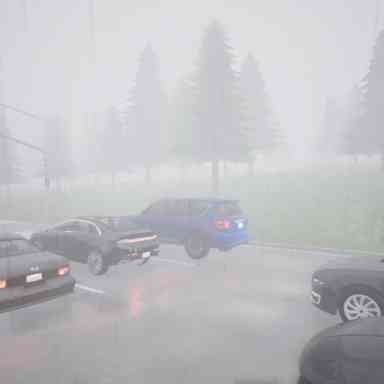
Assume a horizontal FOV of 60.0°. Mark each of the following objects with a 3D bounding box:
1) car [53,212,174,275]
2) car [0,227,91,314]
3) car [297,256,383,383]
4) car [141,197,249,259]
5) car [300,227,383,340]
[{"bbox_3d":[-3.211,1.492,10.451,4.902,1.511,2.128,0,0,36],"label":"car"},{"bbox_3d":[-4.807,1.547,7.285,5.357,1.411,2.033,0,0,36],"label":"car"},{"bbox_3d":[3.122,1.478,1.764,5.008,1.535,1.882,0,0,35],"label":"car"},{"bbox_3d":[-0.540,1.221,12.837,5.566,2.045,2.150,0,0,35],"label":"car"},{"bbox_3d":[4.409,1.505,5.146,4.892,1.490,1.837,0,0,35],"label":"car"}]
